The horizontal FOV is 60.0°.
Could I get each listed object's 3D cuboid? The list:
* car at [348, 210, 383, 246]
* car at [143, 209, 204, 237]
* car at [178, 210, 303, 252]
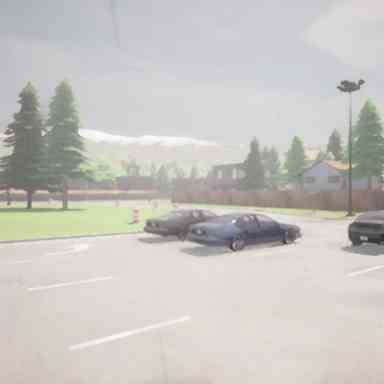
[{"bbox_3d":[8.576,1.544,14.186,4.892,1.490,1.837,0,0,-35],"label":"car"},{"bbox_3d":[0.144,1.574,17.099,5.357,1.411,2.033,0,0,-39],"label":"car"},{"bbox_3d":[2.325,1.574,14.049,5.357,1.411,2.033,0,0,-35],"label":"car"}]
